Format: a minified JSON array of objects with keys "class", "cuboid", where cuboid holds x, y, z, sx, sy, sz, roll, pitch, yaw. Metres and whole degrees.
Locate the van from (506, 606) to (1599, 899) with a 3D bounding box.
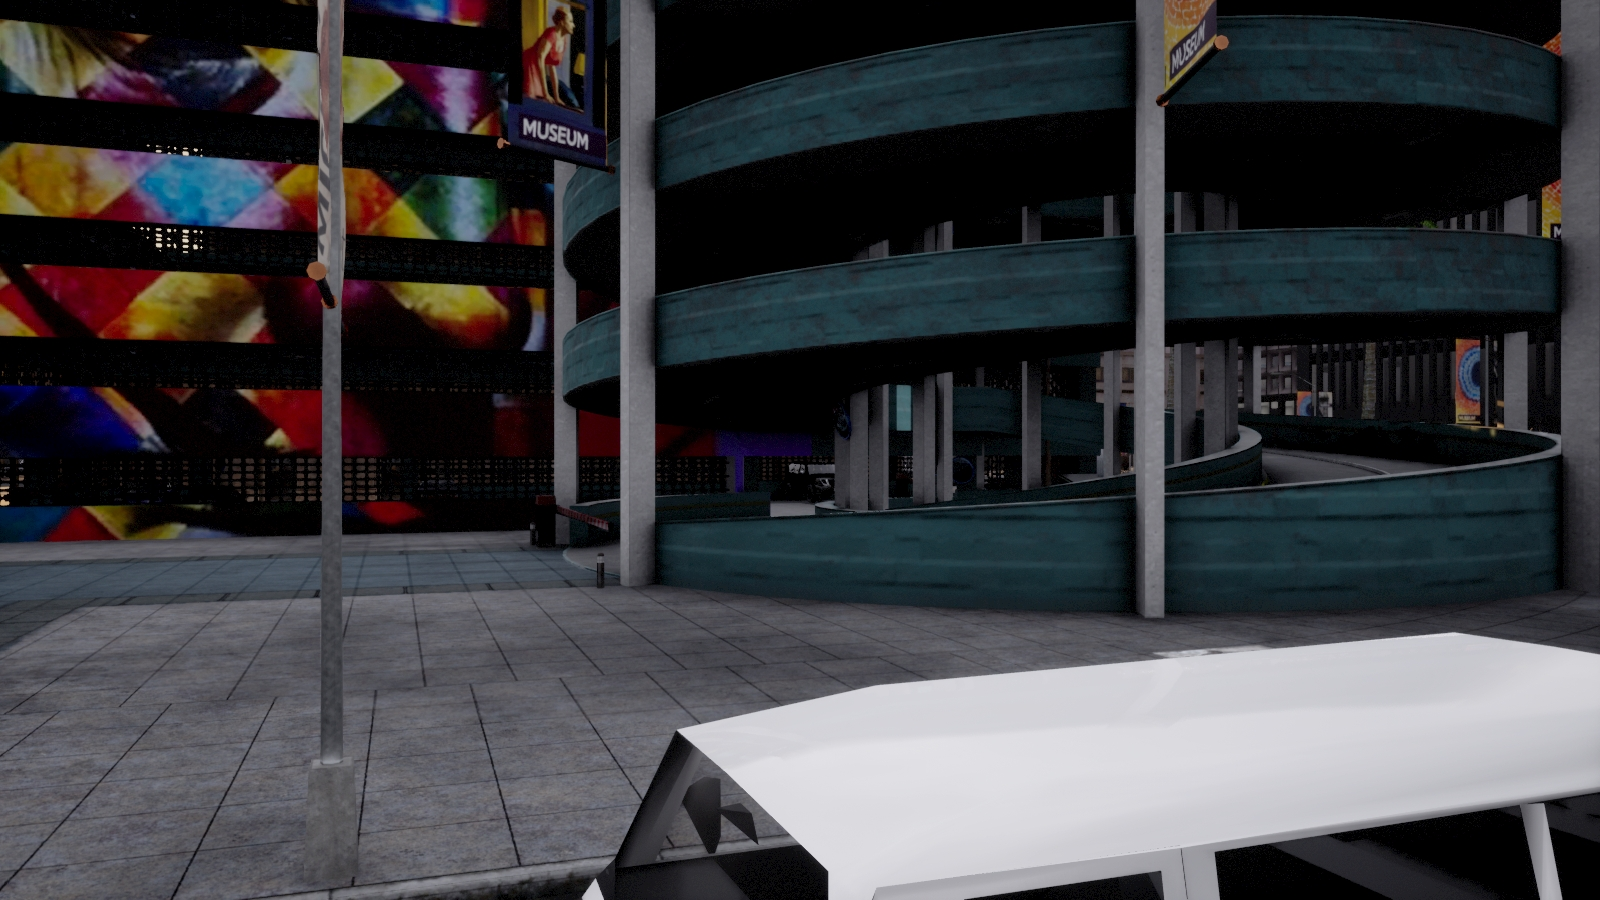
[{"class":"van","cuboid":[1.425,1.783,3.850,4.480,2.038,2.069,0,0,-21]}]
